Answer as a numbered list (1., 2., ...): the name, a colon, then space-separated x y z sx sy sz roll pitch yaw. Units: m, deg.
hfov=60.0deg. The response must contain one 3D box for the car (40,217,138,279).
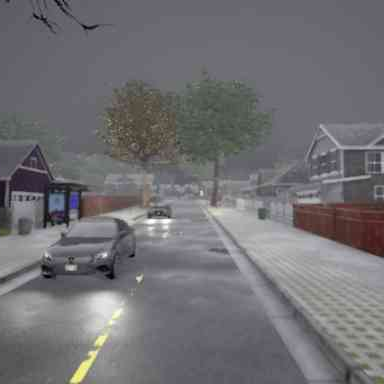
1. car: -2.826 1.516 10.122 1.812 1.442 4.674 0 0 0

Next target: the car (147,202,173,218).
1. car: -2.771 1.583 29.661 1.994 1.385 4.181 0 0 0
